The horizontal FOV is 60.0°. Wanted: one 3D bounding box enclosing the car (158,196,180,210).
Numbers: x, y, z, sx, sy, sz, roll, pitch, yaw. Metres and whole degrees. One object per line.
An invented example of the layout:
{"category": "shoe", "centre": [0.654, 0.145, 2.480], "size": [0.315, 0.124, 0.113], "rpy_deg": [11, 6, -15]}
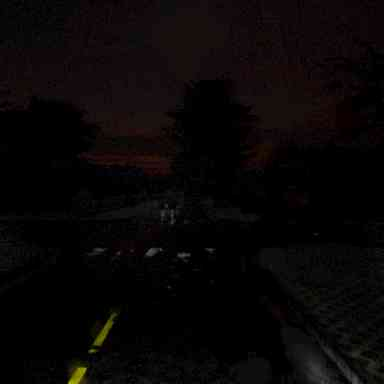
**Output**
{"category": "car", "centre": [-2.735, 1.242, 38.240], "size": [2.128, 1.511, 4.902], "rpy_deg": [0, 1, 0]}

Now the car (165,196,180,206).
{"category": "car", "centre": [-2.748, 1.225, 47.640], "size": [1.895, 1.301, 4.718], "rpy_deg": [0, 1, 0]}
